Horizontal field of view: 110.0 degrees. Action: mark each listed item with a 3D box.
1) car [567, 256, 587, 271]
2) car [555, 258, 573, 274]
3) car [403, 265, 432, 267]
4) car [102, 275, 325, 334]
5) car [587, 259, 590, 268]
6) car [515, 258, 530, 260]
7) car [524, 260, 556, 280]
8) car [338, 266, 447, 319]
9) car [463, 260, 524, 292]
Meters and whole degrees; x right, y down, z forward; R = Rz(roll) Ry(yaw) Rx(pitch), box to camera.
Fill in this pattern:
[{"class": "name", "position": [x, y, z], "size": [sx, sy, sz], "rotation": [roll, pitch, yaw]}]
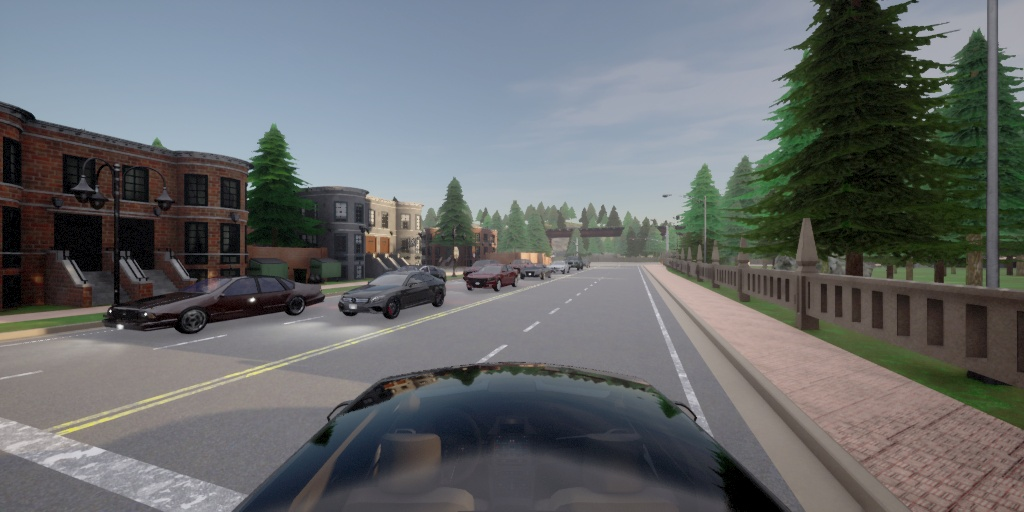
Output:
[{"class": "car", "position": [8.742, 0.972, 50.841], "size": [2.150, 2.045, 5.566], "rotation": [0, 0, 19]}, {"class": "car", "position": [5.382, 1.276, 40.966], "size": [1.812, 1.442, 4.674], "rotation": [0, 0, 19]}, {"class": "car", "position": [-5.430, 1.242, 20.028], "size": [2.128, 1.511, 4.902], "rotation": [0, 0, 18]}, {"class": "car", "position": [-8.475, 1.297, 11.052], "size": [2.033, 1.411, 5.357], "rotation": [0, 0, 19]}, {"class": "car", "position": [12.215, 1.255, 61.012], "size": [1.837, 1.490, 4.892], "rotation": [0, 0, 19]}, {"class": "car", "position": [0.949, 1.102, 38.802], "size": [2.097, 1.767, 4.553], "rotation": [0, 0, 19]}, {"class": "car", "position": [2.147, 1.314, 31.414], "size": [1.994, 1.385, 4.181], "rotation": [0, 0, 20]}, {"class": "car", "position": [-4.081, 1.276, 13.099], "size": [1.812, 1.442, 4.674], "rotation": [0, 0, 19]}, {"class": "car", "position": [-1.081, 1.228, 21.932], "size": [1.882, 1.535, 5.008], "rotation": [0, 0, 19]}]
